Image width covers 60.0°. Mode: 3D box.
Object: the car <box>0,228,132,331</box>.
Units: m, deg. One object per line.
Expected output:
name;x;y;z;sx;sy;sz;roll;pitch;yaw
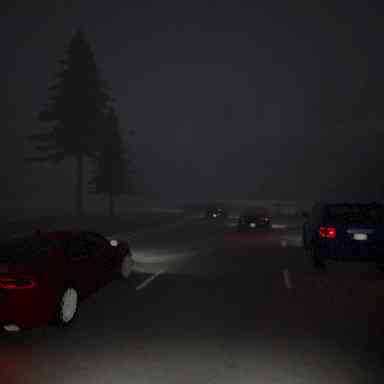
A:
car;-2.818;1.505;7.150;1.882;1.535;5.008;0;0;7

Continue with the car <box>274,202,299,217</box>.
car;8.840;1.682;32.681;1.812;1.442;4.674;1;0;-9

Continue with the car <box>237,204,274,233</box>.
car;3.858;1.620;20.236;1.812;1.442;4.674;0;0;15

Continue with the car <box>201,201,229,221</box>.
car;2.083;1.634;28.906;1.837;1.490;4.892;1;0;6

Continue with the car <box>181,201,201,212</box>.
car;0.885;1.775;39.842;4.718;1.301;1.895;0;0;41

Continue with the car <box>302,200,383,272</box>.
car;5.080;1.279;11.328;2.150;2.045;5.566;0;0;14
